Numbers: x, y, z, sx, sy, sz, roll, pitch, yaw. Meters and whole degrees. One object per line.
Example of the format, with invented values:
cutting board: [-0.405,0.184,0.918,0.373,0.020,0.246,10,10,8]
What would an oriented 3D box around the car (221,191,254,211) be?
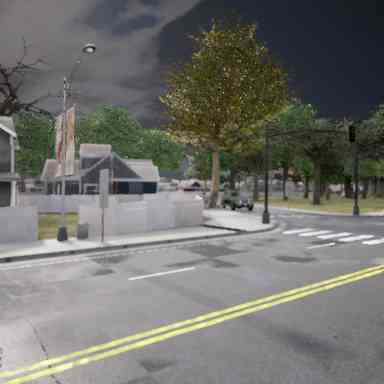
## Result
car: [4.701,0.894,35.125,2.150,2.045,5.566,1,0,-11]

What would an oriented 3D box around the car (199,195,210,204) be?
car: [1.676,1.134,48.899,1.994,1.385,4.181,1,0,-12]
